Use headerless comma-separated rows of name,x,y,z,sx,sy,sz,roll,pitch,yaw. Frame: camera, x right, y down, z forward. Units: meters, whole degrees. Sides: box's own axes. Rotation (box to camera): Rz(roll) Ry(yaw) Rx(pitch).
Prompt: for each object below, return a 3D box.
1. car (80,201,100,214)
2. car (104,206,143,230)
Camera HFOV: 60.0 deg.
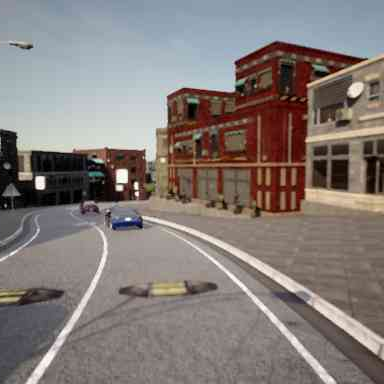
car,-11.949,1.748,38.748,1.812,1.442,4.674,-2,0,-21
car,-4.573,1.608,21.806,1.994,1.385,4.181,-2,0,-21
